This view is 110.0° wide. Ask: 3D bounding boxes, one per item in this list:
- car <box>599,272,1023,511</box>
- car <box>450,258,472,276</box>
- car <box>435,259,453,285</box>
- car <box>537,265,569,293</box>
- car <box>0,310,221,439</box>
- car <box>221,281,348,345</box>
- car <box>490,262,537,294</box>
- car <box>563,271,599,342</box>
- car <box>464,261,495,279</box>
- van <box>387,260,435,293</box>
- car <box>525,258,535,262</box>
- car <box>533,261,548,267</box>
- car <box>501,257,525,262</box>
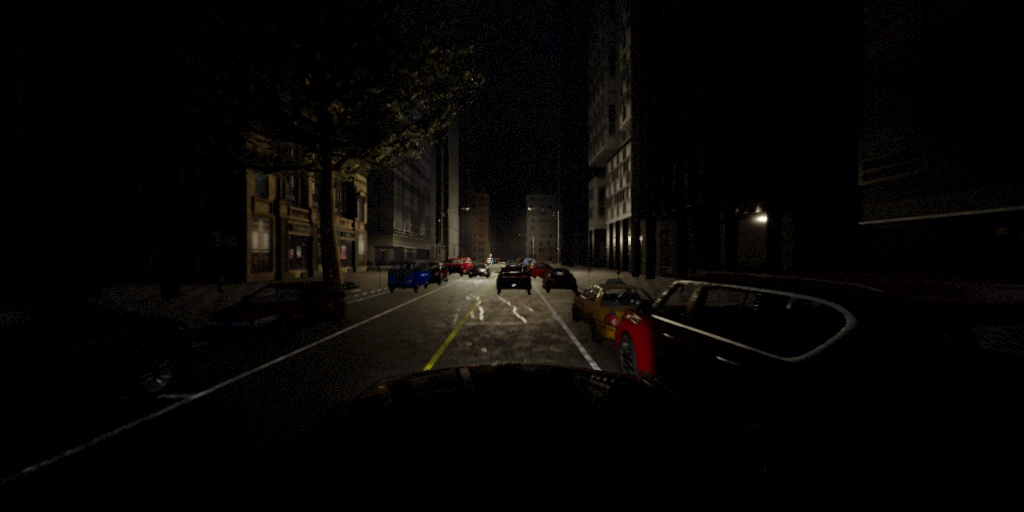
[{"bbox_3d":[2.668,1.066,3.807,2.192,1.841,5.009,0,0,0],"label":"car"},{"bbox_3d":[-5.857,1.144,37.652,2.192,1.841,5.009,0,0,0],"label":"car"},{"bbox_3d":[-5.857,1.238,26.372,1.967,1.591,4.097,0,0,0],"label":"car"},{"bbox_3d":[2.668,1.366,20.720,1.802,1.307,4.207,0,0,0],"label":"car"},{"bbox_3d":[-5.857,1.317,3.817,1.948,1.339,4.313,0,0,0],"label":"car"},{"bbox_3d":[-5.858,1.339,9.455,1.802,1.307,4.207,0,0,0],"label":"car"},{"bbox_3d":[0.100,1.275,20.599,2.128,1.511,4.902,0,0,0],"label":"car"},{"bbox_3d":[2.668,1.283,9.614,1.751,1.417,4.829,0,0,0],"label":"car"},{"bbox_3d":[-2.999,1.424,34.455,2.033,1.411,5.357,0,0,0],"label":"car"},{"bbox_3d":[-5.857,1.124,20.733,1.690,1.789,3.998,0,0,0],"label":"van"},{"bbox_3d":[2.668,1.270,37.638,1.967,1.591,4.097,0,0,0],"label":"car"},{"bbox_3d":[2.668,1.360,31.999,1.888,1.381,4.507,0,0,0],"label":"car"},{"bbox_3d":[0.100,1.197,42.972,2.097,1.767,4.553,0,0,0],"label":"car"}]
